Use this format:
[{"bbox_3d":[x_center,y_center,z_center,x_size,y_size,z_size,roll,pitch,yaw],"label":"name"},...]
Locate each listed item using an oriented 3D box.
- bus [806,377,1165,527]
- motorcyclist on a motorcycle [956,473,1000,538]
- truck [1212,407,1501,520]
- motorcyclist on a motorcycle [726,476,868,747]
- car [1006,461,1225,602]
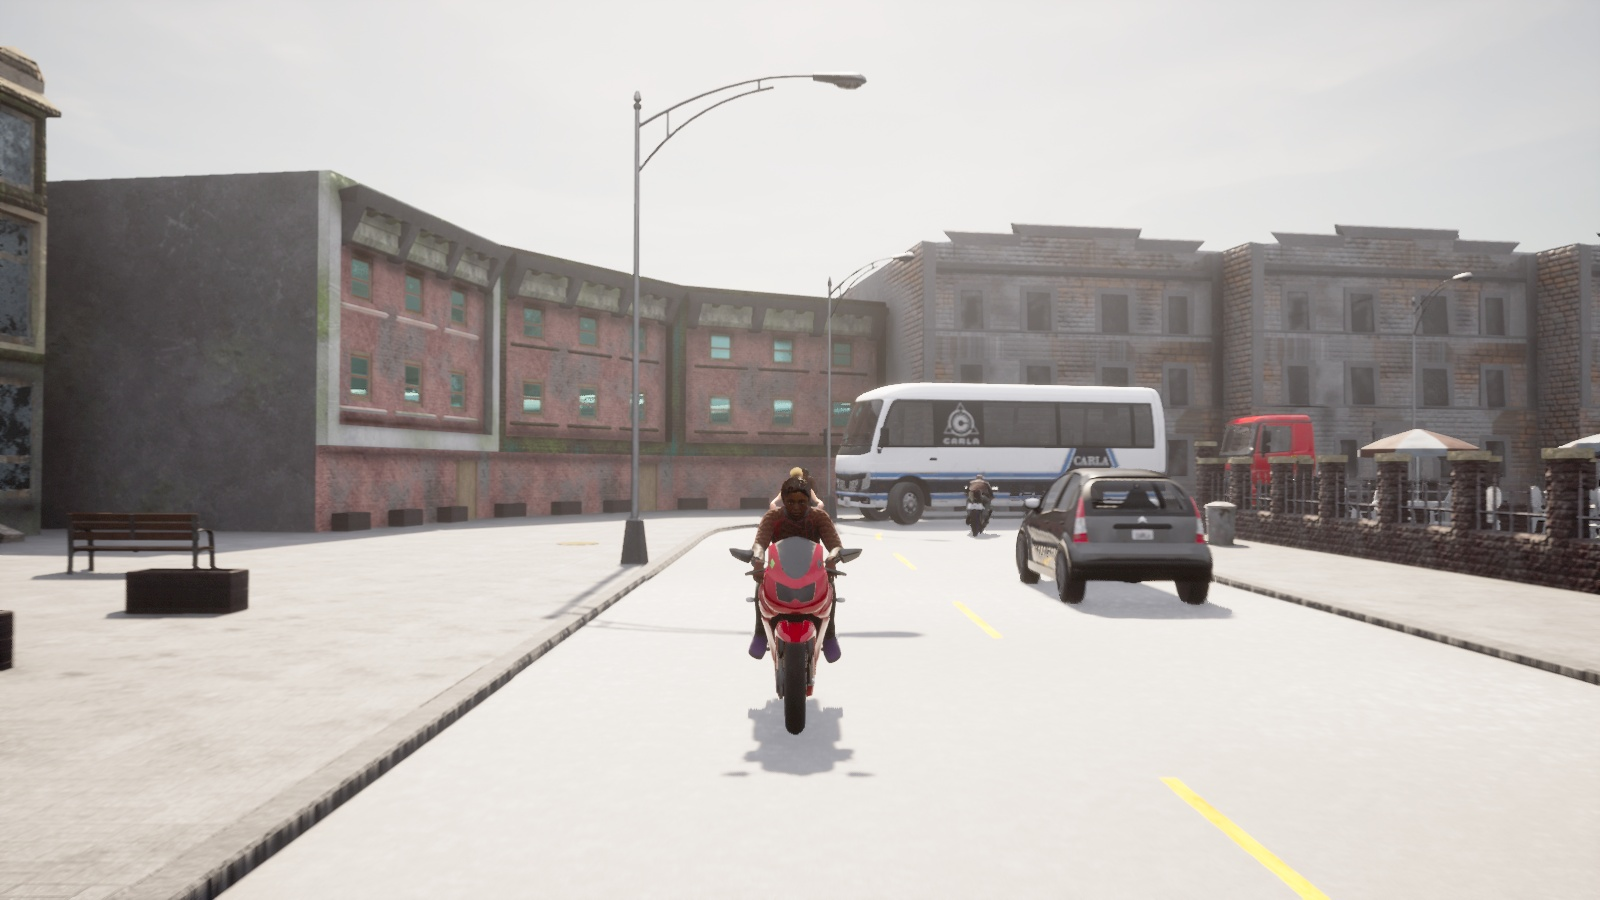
[{"bbox_3d":[5.671,0.054,38.907,10.273,4.253,3.944,0,0,-15],"label":"bus"},{"bbox_3d":[4.465,1.354,31.335,0.866,1.530,2.191,1,-1,14],"label":"motorcyclist on a motorcycle"},{"bbox_3d":[17.608,0.431,40.128,7.936,3.462,2.891,0,-1,0],"label":"truck"},{"bbox_3d":[-0.020,0.932,8.118,0.797,1.523,2.044,0,-1,0],"label":"motorcyclist on a motorcycle"},{"bbox_3d":[3.960,0.971,16.473,1.851,1.617,3.988,0,-1,0],"label":"car"}]
